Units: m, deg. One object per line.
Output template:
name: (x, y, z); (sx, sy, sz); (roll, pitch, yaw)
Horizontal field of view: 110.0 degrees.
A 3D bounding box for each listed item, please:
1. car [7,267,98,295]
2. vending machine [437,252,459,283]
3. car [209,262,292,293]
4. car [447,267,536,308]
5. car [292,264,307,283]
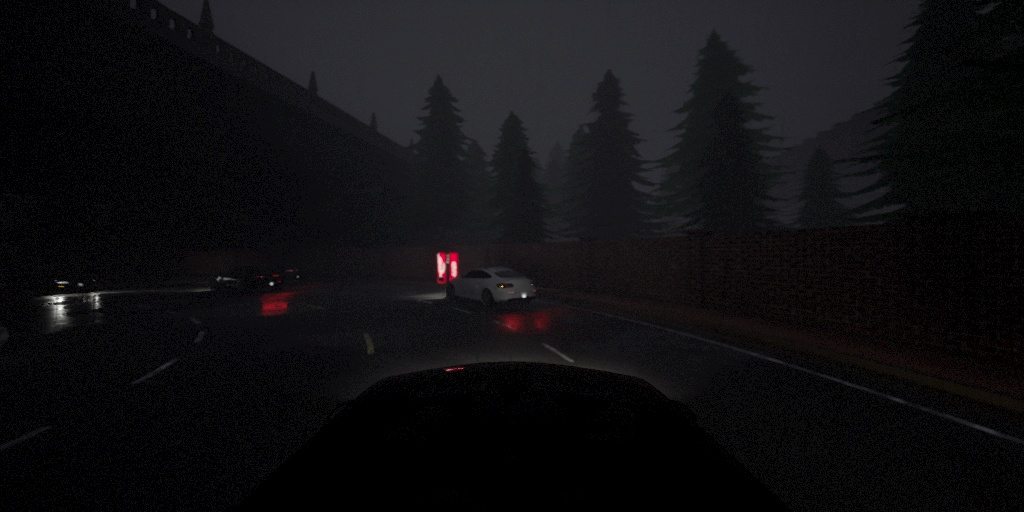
car: (-26.634, 1.381, 20.761); (4.892, 1.490, 1.837); (-1, 0, 14)
vending machine: (-4.022, 0.765, 22.605); (0.880, 2.100, 1.100); (0, 0, 35)
car: (-15.192, 1.241, 20.492); (4.892, 1.490, 1.837); (0, 1, 26)
car: (-0.939, 1.147, 14.419); (1.812, 1.442, 4.674); (-1, 0, -36)
car: (-16.539, 1.194, 24.919); (4.902, 1.511, 2.128); (0, 1, 23)
